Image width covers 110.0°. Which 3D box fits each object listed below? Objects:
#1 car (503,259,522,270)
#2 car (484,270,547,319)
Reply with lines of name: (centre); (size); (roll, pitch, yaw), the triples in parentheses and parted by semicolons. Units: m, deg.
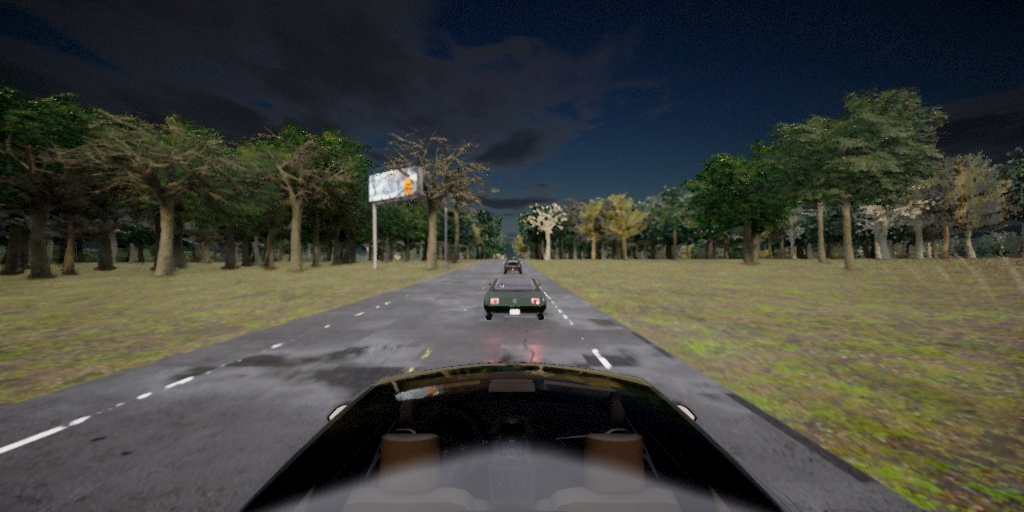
car: (0.102, 1.079, 39.070); (1.837, 1.490, 4.892); (0, 1, 0)
car: (0.096, 1.353, 12.758); (1.895, 1.301, 4.718); (0, 0, 0)
